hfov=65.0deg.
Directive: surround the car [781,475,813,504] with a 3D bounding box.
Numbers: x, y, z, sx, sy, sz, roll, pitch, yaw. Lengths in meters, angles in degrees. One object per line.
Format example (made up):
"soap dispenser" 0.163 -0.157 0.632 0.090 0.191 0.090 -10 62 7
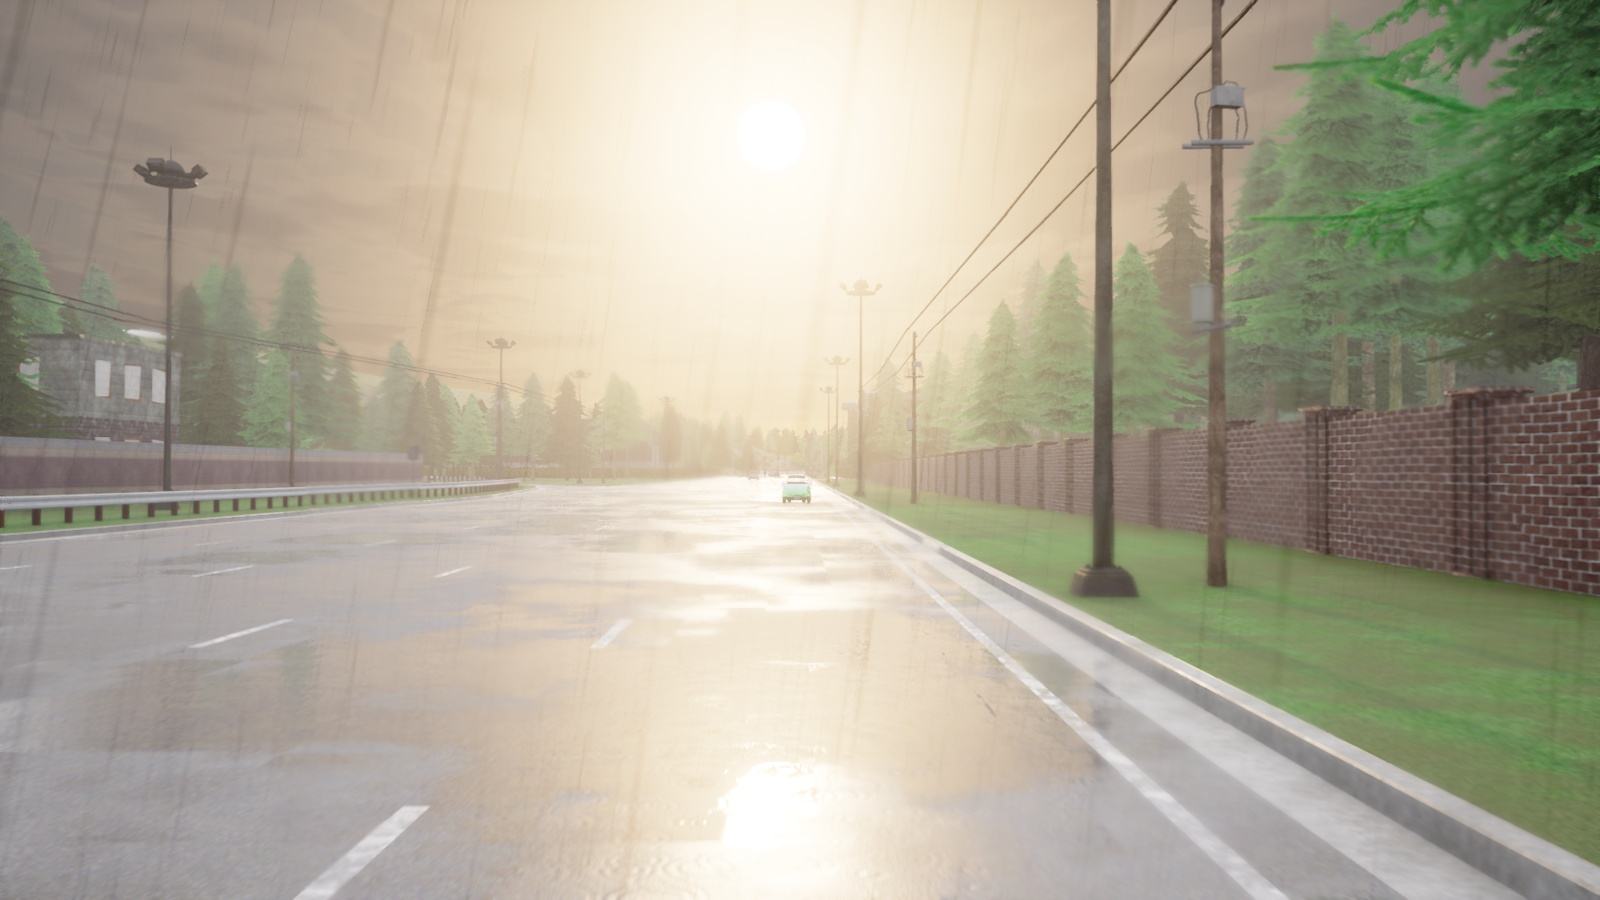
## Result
"car" -0.145 1.882 60.471 1.481 1.376 2.207 0 -2 0
